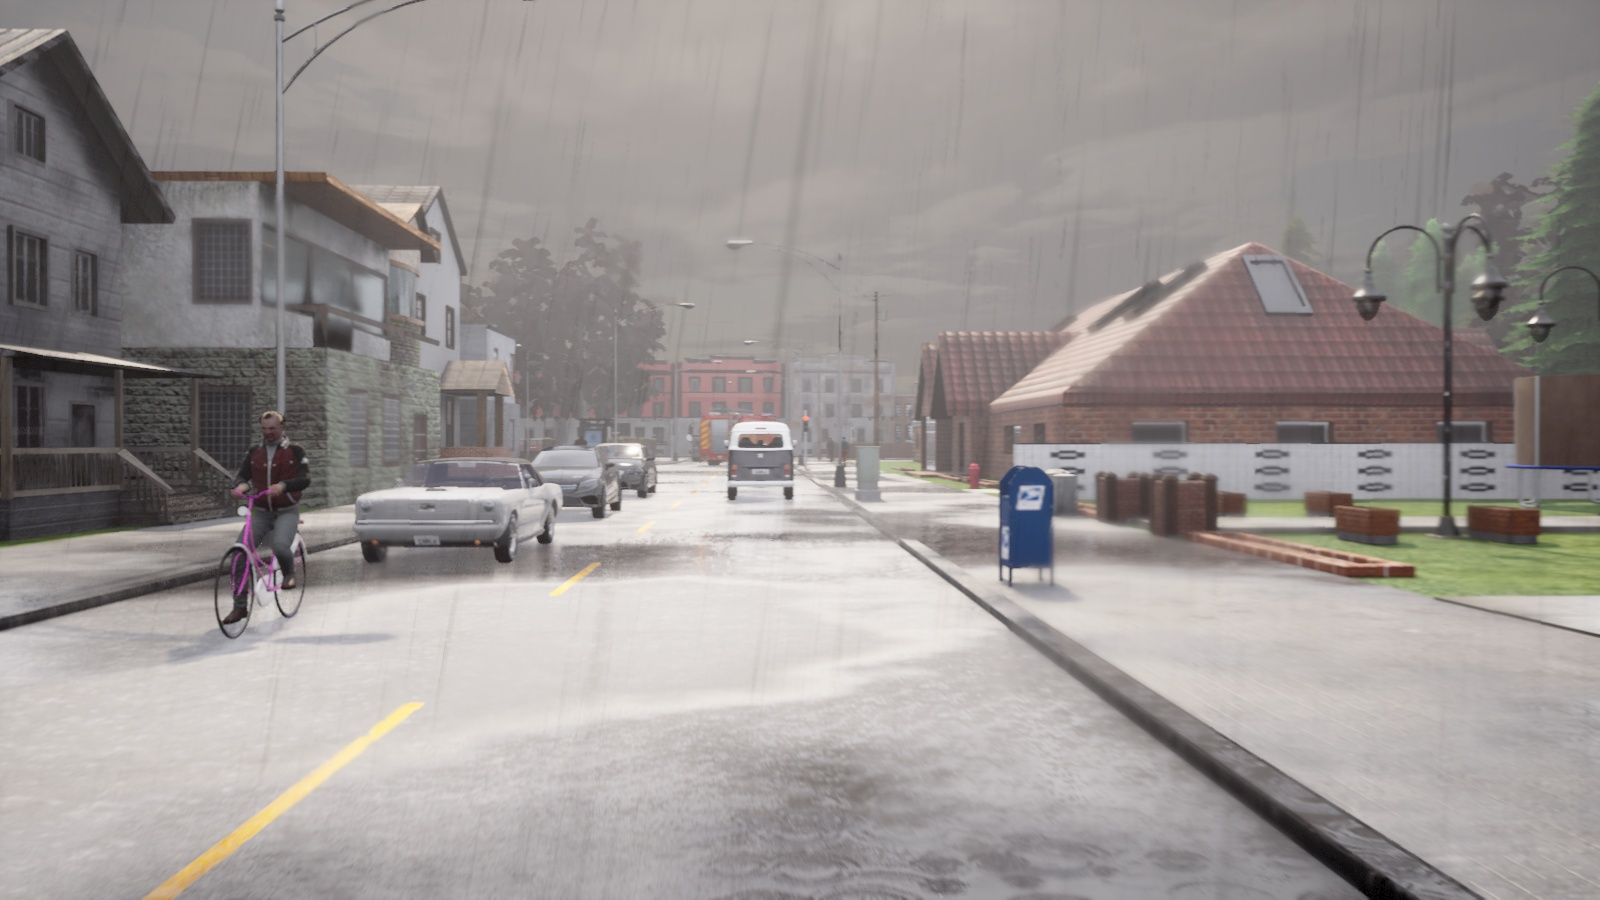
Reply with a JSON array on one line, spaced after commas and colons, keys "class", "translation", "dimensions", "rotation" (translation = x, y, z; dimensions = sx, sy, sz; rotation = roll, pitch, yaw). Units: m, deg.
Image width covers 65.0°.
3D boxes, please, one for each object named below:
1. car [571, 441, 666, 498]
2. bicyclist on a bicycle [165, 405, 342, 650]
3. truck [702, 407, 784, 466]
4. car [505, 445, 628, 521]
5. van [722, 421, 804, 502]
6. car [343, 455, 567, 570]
[{"class": "car", "translation": [-5.056, 0.500, 35.582], "dimensions": [2.128, 1.511, 4.902], "rotation": [0, 0, -2]}, {"class": "bicyclist on a bicycle", "translation": [-4.305, 0.559, 10.041], "dimensions": [0.659, 1.776, 1.843], "rotation": [0, 0, -2]}, {"class": "truck", "translation": [-3.770, -0.905, 86.068], "dimensions": [2.891, 3.827, 8.468], "rotation": [0, 0, 18]}, {"class": "car", "translation": [-4.781, 0.622, 26.311], "dimensions": [1.812, 1.442, 4.674], "rotation": [0, 0, -2]}, {"class": "van", "translation": [-1.003, 0.278, 33.892], "dimensions": [2.069, 2.038, 4.480], "rotation": [0, 0, -2]}, {"class": "car", "translation": [-4.508, 0.748, 17.177], "dimensions": [1.895, 1.301, 4.718], "rotation": [0, 0, -2]}]
